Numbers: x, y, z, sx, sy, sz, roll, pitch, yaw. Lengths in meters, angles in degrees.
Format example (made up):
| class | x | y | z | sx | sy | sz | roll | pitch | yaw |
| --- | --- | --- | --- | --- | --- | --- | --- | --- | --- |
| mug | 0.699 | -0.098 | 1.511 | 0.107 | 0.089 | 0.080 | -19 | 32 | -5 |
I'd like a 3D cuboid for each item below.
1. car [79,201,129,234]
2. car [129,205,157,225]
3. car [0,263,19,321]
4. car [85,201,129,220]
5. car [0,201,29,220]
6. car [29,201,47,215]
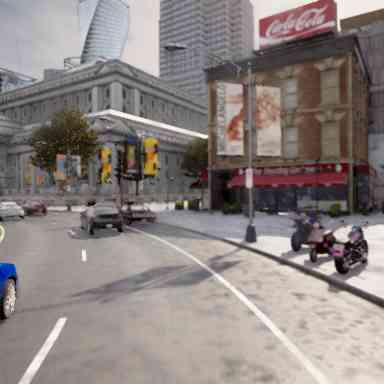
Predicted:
| class | x | y | z | sx | sy | sz | roll | pitch | yaw |
| --- | --- | --- | --- | --- | --- | --- | --- | --- | --- |
| car | -5.378 | 1.527 | 19.566 | 1.837 | 1.490 | 4.892 | 0 | 0 | -26 |
| car | -4.227 | 1.601 | 24.368 | 1.895 | 1.301 | 4.718 | -1 | 0 | -28 |
| car | -3.970 | 1.508 | 4.238 | 1.882 | 1.535 | 5.008 | 0 | 0 | -7 |
| car | -7.516 | 1.550 | 29.061 | 2.002 | 1.452 | 4.674 | -1 | 0 | -38 |
| car | -16.132 | 1.632 | 29.075 | 1.812 | 1.442 | 4.674 | -1 | 0 | -41 |
| car | -16.725 | 1.631 | 34.569 | 4.674 | 1.442 | 1.812 | 0 | 0 | 43 |
